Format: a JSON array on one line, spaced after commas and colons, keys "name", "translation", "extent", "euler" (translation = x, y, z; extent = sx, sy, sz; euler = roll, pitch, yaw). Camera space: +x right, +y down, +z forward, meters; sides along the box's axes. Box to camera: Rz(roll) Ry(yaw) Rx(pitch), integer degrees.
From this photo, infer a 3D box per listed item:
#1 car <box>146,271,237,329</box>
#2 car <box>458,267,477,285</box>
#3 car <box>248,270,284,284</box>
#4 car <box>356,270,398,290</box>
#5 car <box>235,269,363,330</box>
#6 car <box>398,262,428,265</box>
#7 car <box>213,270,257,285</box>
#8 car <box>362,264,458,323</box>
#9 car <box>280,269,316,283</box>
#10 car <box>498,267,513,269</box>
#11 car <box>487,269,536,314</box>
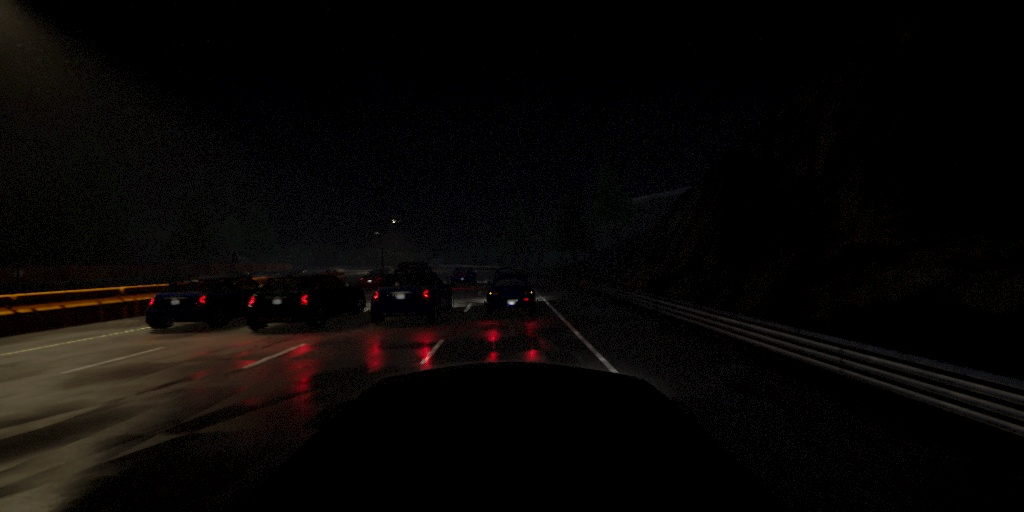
[{"name": "car", "translation": [-10.538, 1.498, 13.324], "extent": [2.097, 1.767, 4.553], "euler": [-1, -1, -1]}, {"name": "car", "translation": [-4.055, 1.676, 30.767], "extent": [1.882, 1.535, 5.008], "euler": [-1, 0, -3]}, {"name": "car", "translation": [-30.261, 2.526, 44.215], "extent": [1.812, 1.442, 4.674], "euler": [-1, -1, -9]}, {"name": "car", "translation": [-10.995, 1.917, 29.460], "extent": [1.994, 1.385, 4.181], "euler": [-1, -1, -3]}, {"name": "car", "translation": [-7.033, 1.408, 12.823], "extent": [2.097, 1.767, 4.553], "euler": [-1, -1, -1]}, {"name": "car", "translation": [-7.409, 1.468, 27.708], "extent": [2.150, 2.045, 5.566], "euler": [-1, 0, -2]}, {"name": "car", "translation": [-33.733, 2.574, 43.843], "extent": [2.128, 1.511, 4.902], "euler": [-1, -1, -9]}, {"name": "car", "translation": [-3.540, 1.328, 13.448], "extent": [2.097, 1.767, 4.553], "euler": [-1, -1, -1]}, {"name": "car", "translation": [-26.853, 2.477, 45.208], "extent": [2.033, 1.411, 5.357], "euler": [-1, -1, -9]}, {"name": "car", "translation": [-0.520, 1.629, 30.038], "extent": [1.812, 1.442, 4.674], "euler": [-1, 0, -3]}, {"name": "car", "translation": [-0.052, 1.432, 14.643], "extent": [1.812, 1.442, 4.674], "euler": [-1, -1, -1]}]
